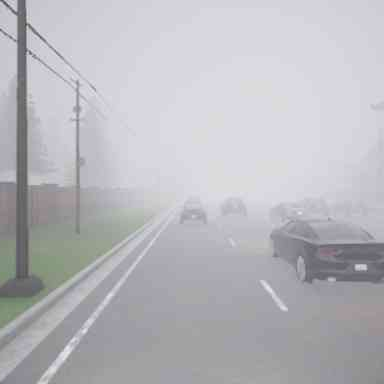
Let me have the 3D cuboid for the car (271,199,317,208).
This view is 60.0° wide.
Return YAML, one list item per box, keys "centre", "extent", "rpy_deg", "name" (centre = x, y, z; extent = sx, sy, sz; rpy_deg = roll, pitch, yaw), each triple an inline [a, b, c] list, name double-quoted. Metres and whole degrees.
- centre: [7.115, 1.453, 24.713]
  extent: [2.033, 1.411, 5.357]
  rpy_deg: [0, 0, 0]
  name: "car"

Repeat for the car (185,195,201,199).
- centre: [0.125, 1.192, 40.978]
  extent: [2.097, 1.767, 4.553]
  rpy_deg: [0, 0, 0]
  name: "car"

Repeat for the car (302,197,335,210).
- centre: [10.618, 1.239, 29.950]
  extent: [2.097, 1.767, 4.553]
  rpy_deg: [0, 0, 0]
  name: "car"

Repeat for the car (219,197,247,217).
- centre: [3.619, 1.237, 29.956]
  extent: [2.097, 1.767, 4.553]
  rpy_deg: [0, 0, 0]
  name: "car"

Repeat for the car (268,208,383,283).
- centre: [3.604, 1.441, 9.562]
  extent: [1.882, 1.535, 5.008]
  rpy_deg: [0, 0, 0]
  name: "car"

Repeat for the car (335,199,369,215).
- centre: [14.119, 1.378, 30.198]
  extent: [2.128, 1.511, 4.902]
  rpy_deg: [0, 0, 0]
  name: "car"

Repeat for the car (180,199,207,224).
- centre: [0.103, 1.434, 23.813]
  extent: [1.812, 1.442, 4.674]
  rpy_deg: [0, 0, 0]
  name: "car"
